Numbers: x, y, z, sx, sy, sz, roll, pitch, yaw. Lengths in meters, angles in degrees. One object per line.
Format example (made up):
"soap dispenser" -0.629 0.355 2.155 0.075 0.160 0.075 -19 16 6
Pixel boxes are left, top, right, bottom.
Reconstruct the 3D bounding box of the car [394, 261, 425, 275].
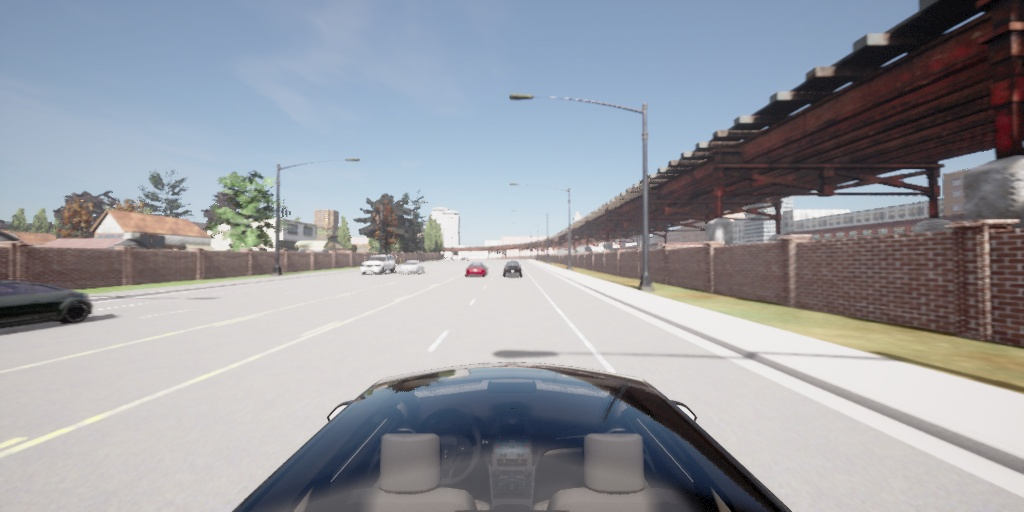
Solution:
"car" -10.602 1.219 38.196 1.812 1.442 4.674 0 0 0

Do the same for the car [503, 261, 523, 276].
"car" 0.064 1.232 35.801 1.812 1.442 4.674 0 0 0

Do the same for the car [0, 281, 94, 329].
"car" -14.088 1.360 9.436 1.994 1.385 4.181 0 0 0

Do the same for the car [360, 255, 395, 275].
"car" -14.108 0.913 38.140 2.150 2.045 5.566 0 1 0

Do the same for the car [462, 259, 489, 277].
"car" -3.436 1.272 35.542 1.994 1.385 4.181 0 0 0
